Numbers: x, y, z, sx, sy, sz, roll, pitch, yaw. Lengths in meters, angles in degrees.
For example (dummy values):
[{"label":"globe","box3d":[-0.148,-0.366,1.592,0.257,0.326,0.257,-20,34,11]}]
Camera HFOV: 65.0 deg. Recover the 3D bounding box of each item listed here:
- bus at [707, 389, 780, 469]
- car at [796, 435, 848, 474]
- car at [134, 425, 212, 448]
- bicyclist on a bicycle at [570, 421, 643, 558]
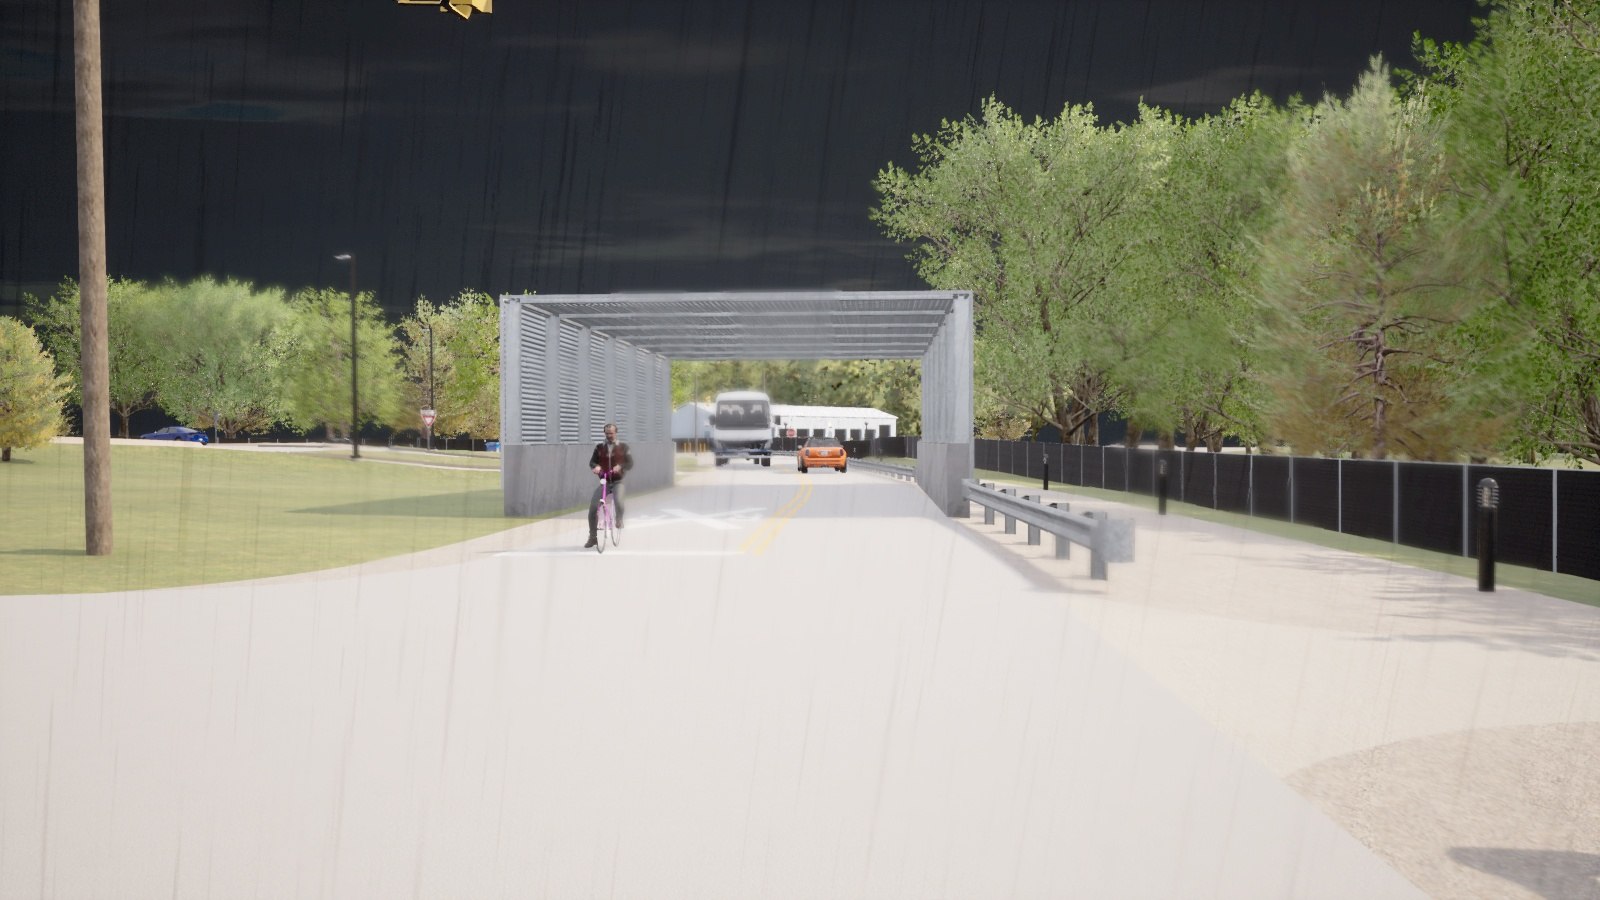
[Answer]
[{"label":"bus","box3d":[-3.334,-1.204,72.647,3.944,4.253,10.273,0,1,-3]},{"label":"car","box3d":[0.996,0.176,59.575,2.097,1.767,4.553,0,0,-3]},{"label":"car","box3d":[-43.353,-0.926,86.855,5.008,1.535,1.882,0,-2,21]},{"label":"bicyclist on a bicycle","box3d":[-2.634,0.512,17.259,0.659,1.776,1.843,0,0,2]}]
